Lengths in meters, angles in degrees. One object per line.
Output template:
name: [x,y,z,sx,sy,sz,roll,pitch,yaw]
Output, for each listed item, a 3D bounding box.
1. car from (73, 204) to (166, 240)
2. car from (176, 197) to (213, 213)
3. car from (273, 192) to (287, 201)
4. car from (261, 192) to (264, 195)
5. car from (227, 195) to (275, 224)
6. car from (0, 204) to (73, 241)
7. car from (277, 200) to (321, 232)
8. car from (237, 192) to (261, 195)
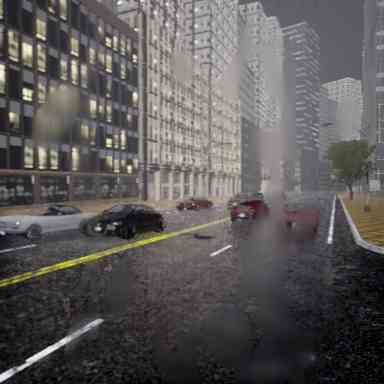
car: [-2.846,1.222,14.675,1.994,1.385,4.181,0,0,23]
car: [0.314,1.092,30.112,1.895,1.301,4.718,1,1,23]
car: [14.019,0.797,53.282,1.837,1.490,4.892,1,0,24]
car: [10.336,0.774,52.997,1.837,1.490,4.892,1,0,24]
car: [3.833,1.146,21.395,1.812,1.442,4.674,1,1,23]
car: [-6.364,1.241,14.732,1.895,1.301,4.718,0,1,23]
car: [5.860,1.277,17.876,1.895,1.301,4.718,1,1,24]
car: [4.862,0.981,32.416,2.128,1.511,4.902,1,1,24]
